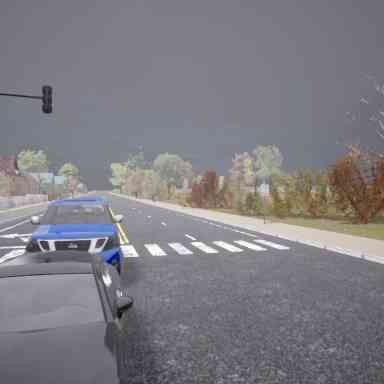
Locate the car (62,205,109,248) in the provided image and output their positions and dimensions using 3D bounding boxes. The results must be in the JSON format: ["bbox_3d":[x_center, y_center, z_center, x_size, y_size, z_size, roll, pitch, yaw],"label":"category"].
[{"bbox_3d":[-5.025,1.499,16.052,1.837,1.490,4.892,0,0,-15],"label":"car"}]

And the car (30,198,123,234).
[{"bbox_3d":[-3.360,1.218,9.982,2.150,2.045,5.566,0,0,-15],"label":"car"}]

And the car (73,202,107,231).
[{"bbox_3d":[-6.600,1.468,21.795,1.882,1.535,5.008,0,0,-15],"label":"car"}]

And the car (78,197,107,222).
[{"bbox_3d":[-8.167,1.338,27.527,2.097,1.767,4.553,0,0,-15],"label":"car"}]

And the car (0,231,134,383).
[{"bbox_3d":[-1.713,1.524,3.895,1.812,1.442,4.674,0,0,-13],"label":"car"}]
